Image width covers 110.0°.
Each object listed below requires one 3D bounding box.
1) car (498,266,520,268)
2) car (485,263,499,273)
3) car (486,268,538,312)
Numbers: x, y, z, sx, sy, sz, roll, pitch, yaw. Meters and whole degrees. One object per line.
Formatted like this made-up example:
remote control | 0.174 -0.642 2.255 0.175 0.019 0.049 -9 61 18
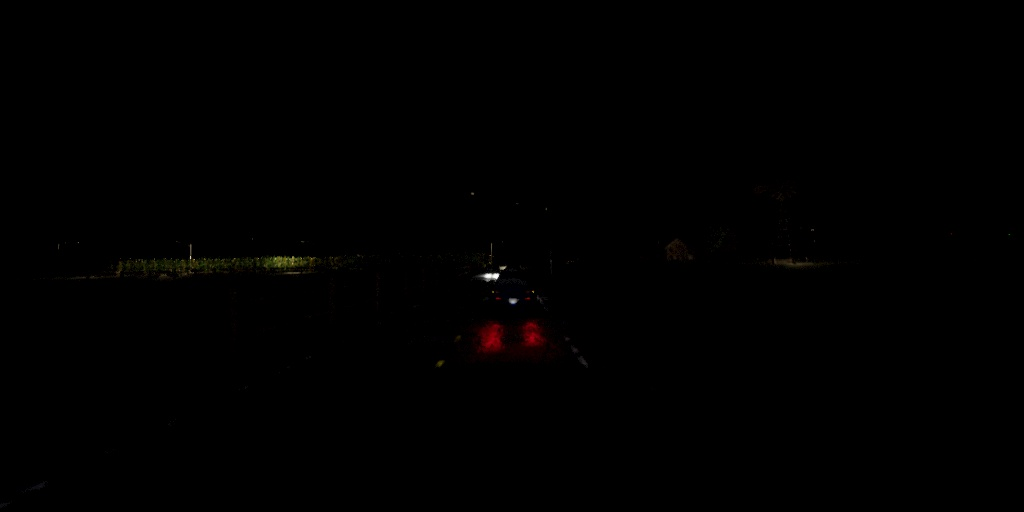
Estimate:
car | 0.063 1.578 29.850 1.812 1.442 4.674 0 0 0
car | -2.816 1.782 51.738 2.128 1.511 4.902 0 -1 0
car | 0.056 1.416 14.877 1.812 1.442 4.674 0 0 0
